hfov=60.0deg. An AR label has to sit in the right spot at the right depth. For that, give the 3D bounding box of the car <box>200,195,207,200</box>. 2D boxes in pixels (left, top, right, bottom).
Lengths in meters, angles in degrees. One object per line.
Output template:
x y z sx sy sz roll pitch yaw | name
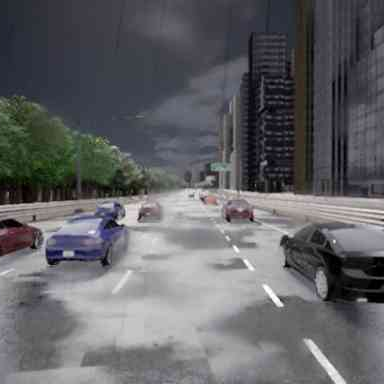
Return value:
3.288 1.577 93.711 1.837 1.490 4.892 0 0 0 | car

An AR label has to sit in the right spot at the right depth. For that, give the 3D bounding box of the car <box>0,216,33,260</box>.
-6.895 1.541 11.451 1.812 1.442 4.674 0 0 0 | car

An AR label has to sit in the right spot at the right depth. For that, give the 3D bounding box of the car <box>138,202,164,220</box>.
-3.409 1.567 28.231 1.812 1.442 4.674 0 0 0 | car

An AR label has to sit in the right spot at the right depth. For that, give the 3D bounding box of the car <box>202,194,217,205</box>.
3.386 1.431 60.745 2.097 1.767 4.553 0 0 0 | car

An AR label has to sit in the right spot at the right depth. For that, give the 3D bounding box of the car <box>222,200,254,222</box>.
3.594 1.390 26.842 2.097 1.767 4.553 0 0 0 | car

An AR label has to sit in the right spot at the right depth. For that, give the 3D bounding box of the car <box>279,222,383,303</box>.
3.605 1.487 8.289 1.882 1.535 5.008 0 0 0 | car

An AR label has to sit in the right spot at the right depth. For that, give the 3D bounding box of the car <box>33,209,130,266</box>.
-3.394 1.540 11.454 1.812 1.442 4.674 0 0 0 | car

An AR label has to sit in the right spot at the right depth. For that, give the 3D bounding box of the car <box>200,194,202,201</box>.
3.330 1.517 71.768 2.033 1.649 4.856 0 0 0 | car

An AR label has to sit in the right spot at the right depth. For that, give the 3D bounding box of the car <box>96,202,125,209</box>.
-6.909 1.567 28.275 1.812 1.442 4.674 0 0 0 | car
